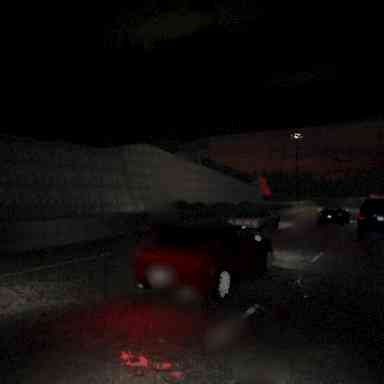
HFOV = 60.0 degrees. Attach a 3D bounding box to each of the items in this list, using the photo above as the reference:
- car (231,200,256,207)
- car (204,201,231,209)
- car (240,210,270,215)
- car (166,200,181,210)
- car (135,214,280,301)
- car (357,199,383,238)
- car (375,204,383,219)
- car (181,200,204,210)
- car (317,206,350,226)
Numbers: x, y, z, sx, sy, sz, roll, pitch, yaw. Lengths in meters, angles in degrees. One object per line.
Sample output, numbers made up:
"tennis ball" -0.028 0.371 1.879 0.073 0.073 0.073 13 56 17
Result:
"car" 7.766 2.001 47.823 1.837 1.490 4.892 0 -1 31
"car" 4.315 2.042 48.901 2.033 1.411 5.357 0 -1 32
"car" 4.159 1.814 21.390 1.895 1.301 4.718 0 -1 31
"car" -2.072 2.044 51.880 1.837 1.490 4.892 0 -1 32
"car" 0.622 1.568 8.802 1.882 1.535 5.008 0 -1 31
"car" 10.429 1.392 18.236 2.150 2.045 5.566 0 -1 31
"car" 19.499 1.907 33.216 1.895 1.301 4.718 0 -1 31
"car" 0.672 2.073 49.660 1.994 1.385 4.181 0 -1 32
"car" 11.180 1.814 26.231 1.994 1.385 4.181 0 -1 31
